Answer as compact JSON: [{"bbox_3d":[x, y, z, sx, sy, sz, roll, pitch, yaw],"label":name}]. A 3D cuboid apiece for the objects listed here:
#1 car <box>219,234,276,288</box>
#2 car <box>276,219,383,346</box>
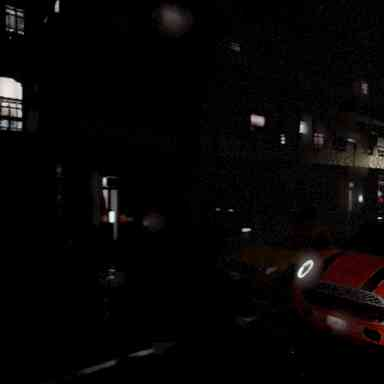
[{"bbox_3d":[2.897,1.485,8.616,4.829,1.417,1.752,0,0,-35],"label":"car"},{"bbox_3d":[3.947,1.315,6.184,4.553,1.767,2.097,0,0,-35],"label":"car"}]
